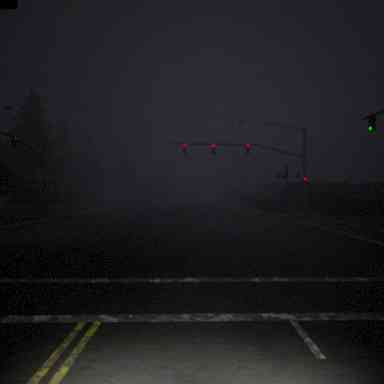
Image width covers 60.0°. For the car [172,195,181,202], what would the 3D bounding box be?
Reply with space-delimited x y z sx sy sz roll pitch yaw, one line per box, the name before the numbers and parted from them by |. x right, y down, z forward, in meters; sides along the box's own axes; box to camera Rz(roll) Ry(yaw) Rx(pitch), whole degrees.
car | -3.481 1.496 73.070 1.812 1.442 4.674 0 0 0
